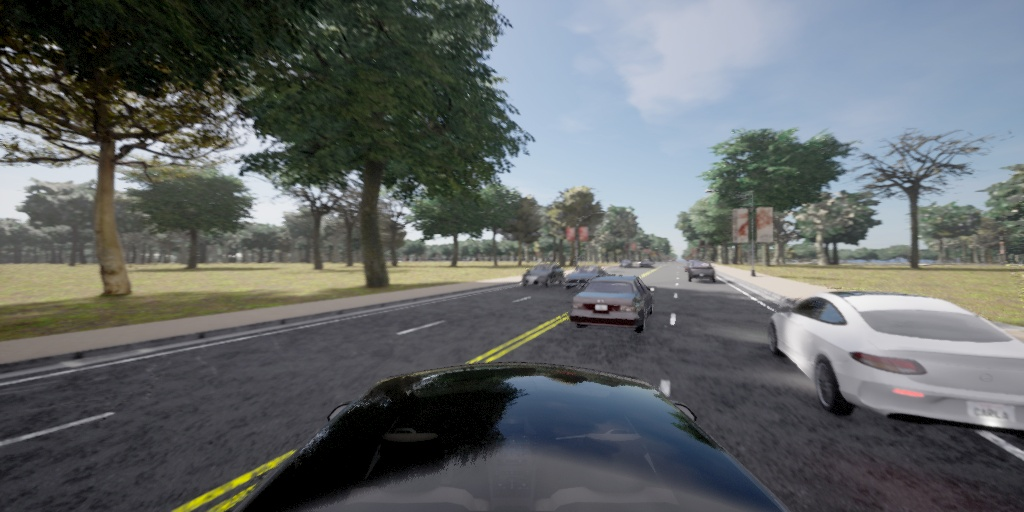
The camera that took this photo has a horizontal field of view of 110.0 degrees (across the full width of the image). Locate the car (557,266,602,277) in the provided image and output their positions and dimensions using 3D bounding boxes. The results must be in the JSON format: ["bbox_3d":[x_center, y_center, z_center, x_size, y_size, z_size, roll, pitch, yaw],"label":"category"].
[{"bbox_3d":[4.801,1.315,22.506,2.033,1.411,5.357,-1,0,25],"label":"car"}]

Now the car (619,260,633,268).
[{"bbox_3d":[19.833,1.354,62.122,2.128,1.511,4.902,-1,0,26],"label":"car"}]

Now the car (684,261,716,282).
[{"bbox_3d":[14.829,1.198,28.231,2.128,1.511,4.902,-1,0,25],"label":"car"}]

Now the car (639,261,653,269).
[{"bbox_3d":[22.189,1.426,59.497,1.895,1.301,4.718,-1,0,26],"label":"car"}]

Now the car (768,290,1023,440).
[{"bbox_3d":[5.309,1.240,5.339,1.812,1.442,4.674,-1,0,25],"label":"car"}]

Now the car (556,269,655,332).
[{"bbox_3d":[3.229,1.295,11.008,2.033,1.411,5.357,-1,0,25],"label":"car"}]

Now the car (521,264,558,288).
[{"bbox_3d":[2.243,1.288,24.703,2.128,1.511,4.902,-1,0,25],"label":"car"}]
